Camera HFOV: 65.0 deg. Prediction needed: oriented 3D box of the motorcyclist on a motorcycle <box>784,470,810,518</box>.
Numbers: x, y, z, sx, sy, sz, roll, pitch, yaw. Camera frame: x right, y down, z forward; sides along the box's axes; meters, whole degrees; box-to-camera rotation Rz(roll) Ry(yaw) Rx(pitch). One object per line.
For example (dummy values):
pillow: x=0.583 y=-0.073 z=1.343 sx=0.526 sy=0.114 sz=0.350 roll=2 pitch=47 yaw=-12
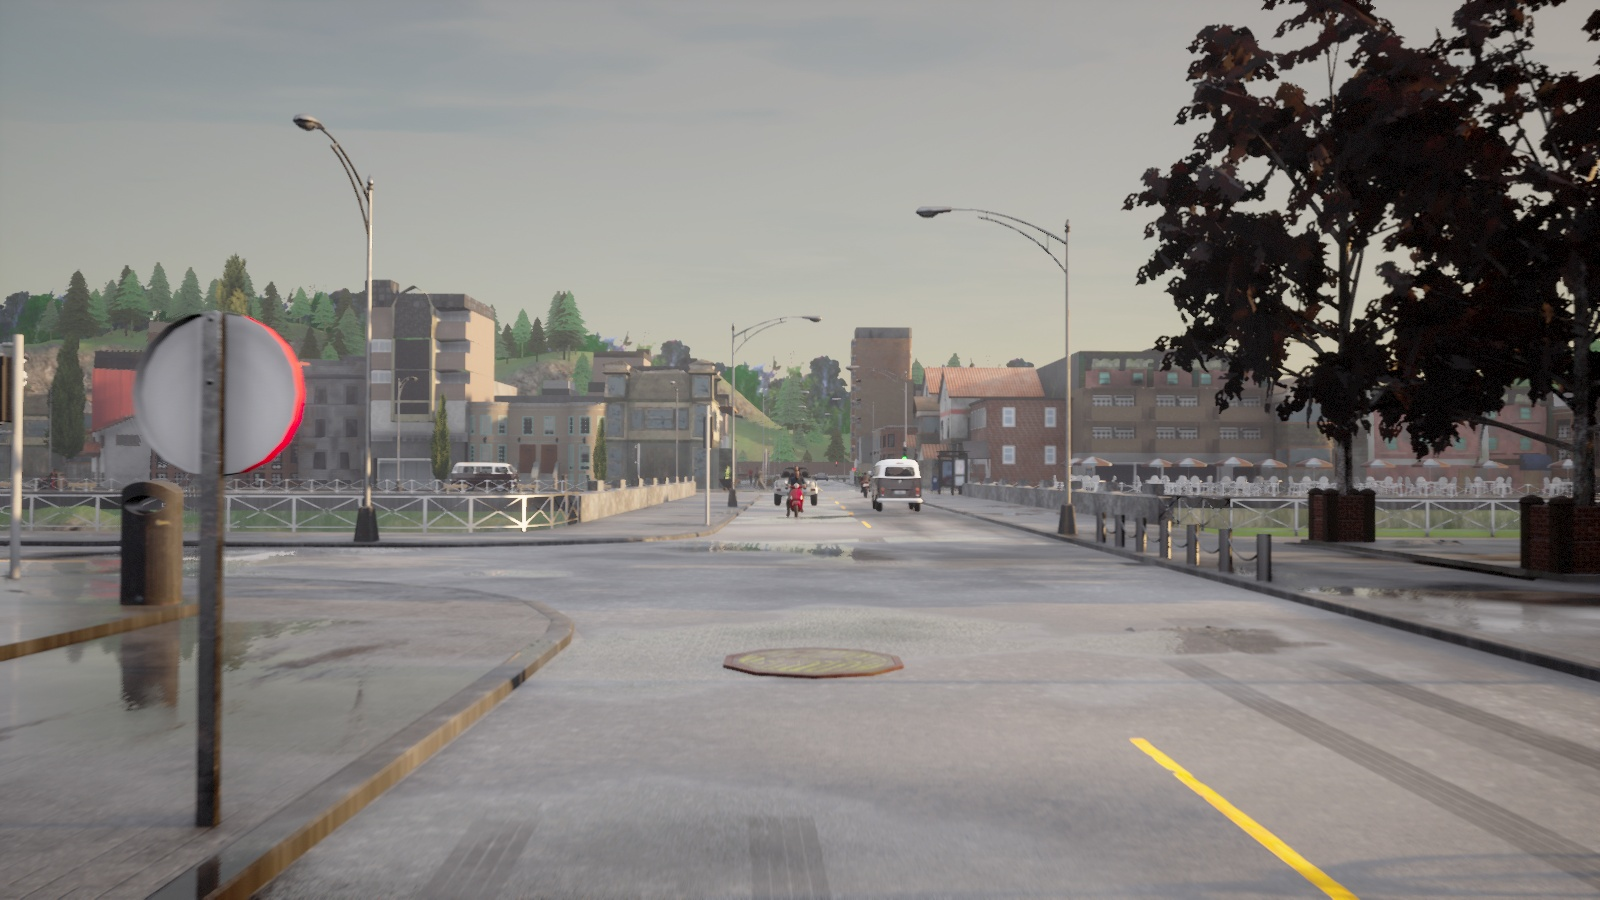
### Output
motorcyclist on a motorcycle: x=-0.102 y=1.489 z=43.052 sx=0.866 sy=1.590 sz=1.817 roll=0 pitch=-1 yaw=1

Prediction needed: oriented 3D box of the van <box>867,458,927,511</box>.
van: x=3.848 y=1.369 z=50.581 sx=2.069 sy=2.038 sz=4.480 roll=0 pitch=-1 yaw=0

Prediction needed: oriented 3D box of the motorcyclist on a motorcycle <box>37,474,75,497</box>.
motorcyclist on a motorcycle: x=-50.186 y=2.416 z=84.720 sx=2.044 sy=1.523 sz=0.797 roll=0 pitch=-1 yaw=0

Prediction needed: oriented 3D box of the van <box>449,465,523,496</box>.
van: x=-21.205 y=2.042 z=84.804 sx=4.480 sy=2.038 sz=2.069 roll=0 pitch=-1 yaw=0

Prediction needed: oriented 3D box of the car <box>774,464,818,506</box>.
car: x=-0.171 y=1.598 z=57.689 sx=1.932 sy=1.855 sz=4.605 roll=0 pitch=-1 yaw=0
